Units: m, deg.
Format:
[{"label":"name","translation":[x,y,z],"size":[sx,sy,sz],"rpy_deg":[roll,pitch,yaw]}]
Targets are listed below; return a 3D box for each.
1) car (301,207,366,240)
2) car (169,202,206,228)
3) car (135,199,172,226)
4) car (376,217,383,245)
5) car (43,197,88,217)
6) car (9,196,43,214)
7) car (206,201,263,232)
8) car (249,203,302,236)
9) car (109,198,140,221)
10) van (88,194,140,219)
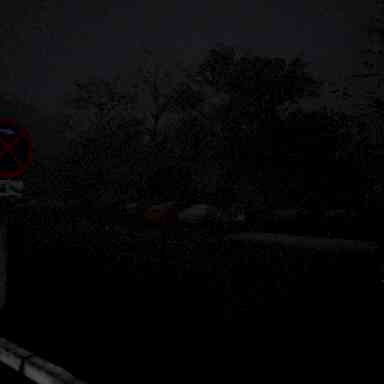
[{"label":"car","translation":[7.684,1.573,17.248],"size":[2.231,1.521,4.892],"rpy_deg":[1,0,35]},{"label":"car","translation":[0.902,1.524,22.078],"size":[2.002,1.452,4.674],"rpy_deg":[1,0,35]},{"label":"car","translation":[-1.361,1.455,23.684],"size":[2.097,1.535,5.008],"rpy_deg":[1,0,35]},{"label":"car","translation":[9.965,1.631,15.668],"size":[2.163,1.488,4.792],"rpy_deg":[1,0,35]},{"label":"car","translation":[-10.421,1.372,30.100],"size":[2.163,1.488,4.792],"rpy_deg":[1,0,35]},{"label":"car","translation":[-15.036,1.283,33.190],"size":[1.946,1.575,5.366],"rpy_deg":[1,0,35]},{"label":"car","translation":[3.184,1.388,20.495],"size":[2.185,1.767,4.553],"rpy_deg":[1,0,35]},{"label":"car","translation":[5.430,1.542,18.866],"size":[2.097,1.535,5.008],"rpy_deg":[1,0,35]},{"label":"car","translation":[-3.623,1.467,25.295],"size":[2.002,1.452,4.674],"rpy_deg":[1,0,35]},{"label":"van","translation":[-5.813,1.172,27.000],"size":[1.878,1.987,4.442],"rpy_deg":[1,0,35]}]
